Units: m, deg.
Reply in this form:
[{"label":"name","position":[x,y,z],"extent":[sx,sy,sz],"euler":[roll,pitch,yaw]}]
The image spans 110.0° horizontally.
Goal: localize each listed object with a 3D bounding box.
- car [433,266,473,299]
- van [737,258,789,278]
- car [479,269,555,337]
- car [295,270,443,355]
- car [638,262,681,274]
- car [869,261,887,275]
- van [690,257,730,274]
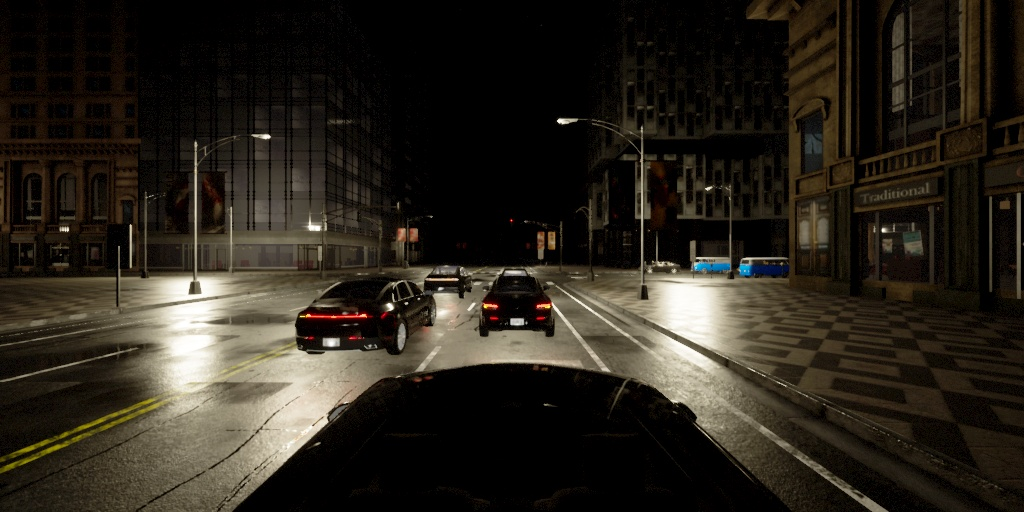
[{"label":"car","position":[-3.104,1.241,18.067],"extent":[2.128,1.511,4.902],"euler":[0,0,0]},{"label":"van","position":[21.544,1.032,30.332],"extent":[3.998,1.789,1.690],"euler":[0,0,0]},{"label":"car","position":[0.124,1.276,10.147],"extent":[1.812,1.442,4.674],"euler":[0,0,0]},{"label":"car","position":[-3.133,1.255,8.652],"extent":[1.837,1.490,4.892],"euler":[0,0,0]},{"label":"car","position":[15.985,1.263,38.898],"extent":[4.403,1.370,2.007],"euler":[0,0,0]},{"label":"car","position":[32.781,1.252,30.251],"extent":[4.207,1.307,1.802],"euler":[0,0,0]},{"label":"van","position":[21.604,1.042,38.857],"extent":[3.998,1.789,1.690],"euler":[0,0,0]}]
